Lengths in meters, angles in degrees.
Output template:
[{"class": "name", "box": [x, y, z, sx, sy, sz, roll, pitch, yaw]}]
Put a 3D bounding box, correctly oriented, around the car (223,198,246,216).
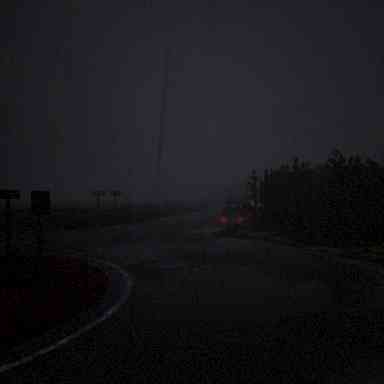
[{"class": "car", "box": [4.585, 1.323, 32.940, 2.097, 1.767, 4.553, 0, 0, 22]}]
